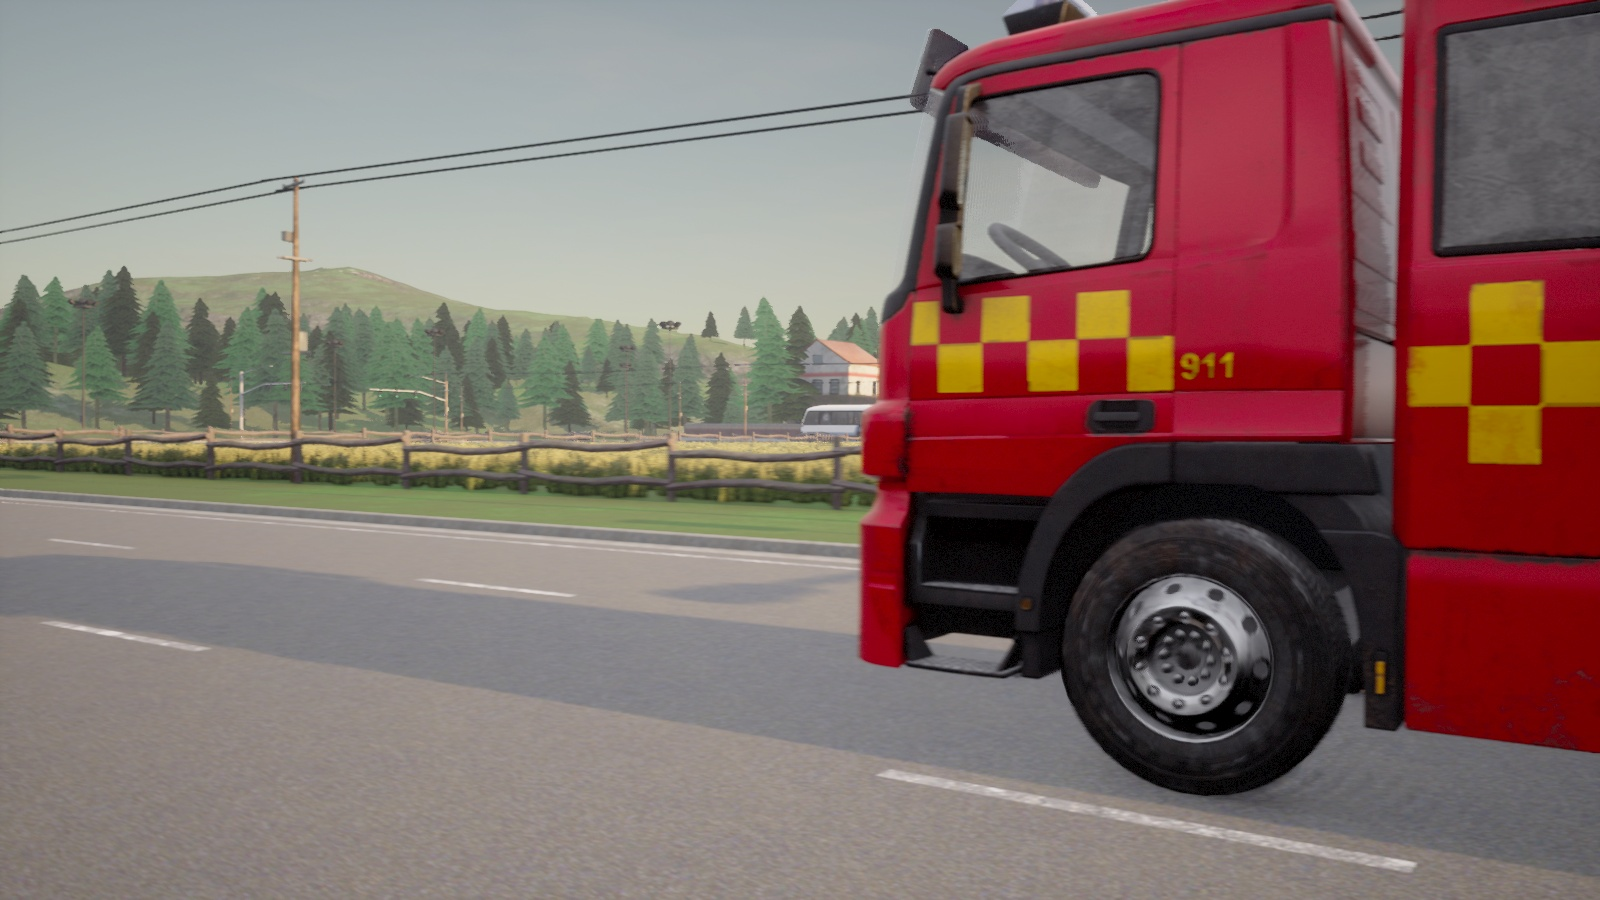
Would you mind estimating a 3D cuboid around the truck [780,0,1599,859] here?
[{"bbox_3d":[4.245,-0.540,4.982,8.468,3.827,2.891,0,1,34],"label":"truck"}]
